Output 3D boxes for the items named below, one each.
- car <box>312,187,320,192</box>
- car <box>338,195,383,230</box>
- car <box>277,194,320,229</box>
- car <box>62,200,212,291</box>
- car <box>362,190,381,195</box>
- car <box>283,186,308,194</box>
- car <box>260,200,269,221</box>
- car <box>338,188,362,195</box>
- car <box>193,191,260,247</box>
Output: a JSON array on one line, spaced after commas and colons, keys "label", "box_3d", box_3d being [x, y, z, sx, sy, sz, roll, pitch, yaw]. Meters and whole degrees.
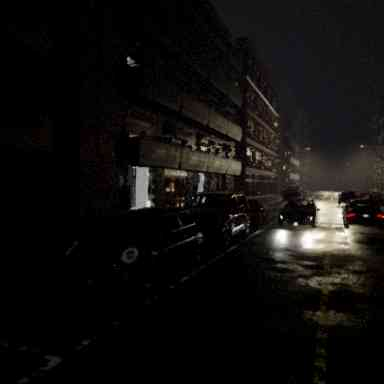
[{"label": "car", "box_3d": [31.866, -0.658, 85.998, 2.008, 1.369, 4.403, 2, 2, 23]}, {"label": "car", "box_3d": [9.184, 1.114, 17.973, 2.033, 1.411, 5.357, 2, 2, 23]}, {"label": "car", "box_3d": [5.954, 1.064, 18.167, 2.033, 1.411, 5.357, 1, 2, 23]}, {"label": "car", "box_3d": [-1.197, 1.164, 8.209, 1.967, 1.590, 4.097, 2, 2, 23]}, {"label": "car", "box_3d": [19.805, 0.677, 36.206, 1.752, 1.417, 4.829, 2, 2, 23]}, {"label": "car", "box_3d": [12.032, 0.269, 39.320, 2.192, 1.841, 5.009, 2, 2, 23]}, {"label": "car", "box_3d": [3.209, 1.050, 18.585, 1.802, 1.307, 4.206, 2, 2, 23]}, {"label": "car", "box_3d": [16.526, 0.665, 35.182, 1.812, 1.442, 4.674, 2, 2, 23]}, {"label": "car", "box_3d": [1.010, 0.911, 13.390, 2.192, 1.841, 5.009, 2, 2, 23]}]
